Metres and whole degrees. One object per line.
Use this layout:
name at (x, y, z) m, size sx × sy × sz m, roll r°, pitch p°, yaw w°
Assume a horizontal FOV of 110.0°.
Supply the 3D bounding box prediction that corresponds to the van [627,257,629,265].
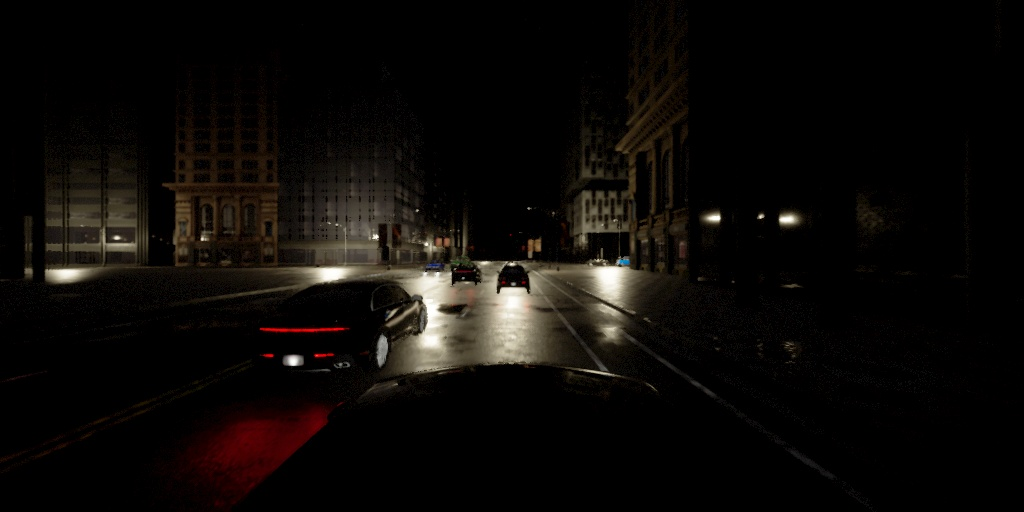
van at (21.397, 1.007, 58.194) m, size 3.998 × 1.789 × 1.690 m, roll 0°, pitch 0°, yaw 0°

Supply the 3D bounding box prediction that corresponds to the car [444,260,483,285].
car at (-3.177, 1.244, 25.757) m, size 2.128 × 1.511 × 4.902 m, roll 0°, pitch 0°, yaw 0°

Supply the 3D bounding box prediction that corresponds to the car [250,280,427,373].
car at (-3.156, 1.258, 7.593) m, size 1.837 × 1.490 × 4.892 m, roll 0°, pitch 0°, yaw 0°

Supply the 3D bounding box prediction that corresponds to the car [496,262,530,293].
car at (0.077, 1.276, 20.756) m, size 1.812 × 1.442 × 4.674 m, roll 0°, pitch 0°, yaw 0°

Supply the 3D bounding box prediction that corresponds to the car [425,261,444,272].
car at (-9.801, 1.326, 46.145) m, size 1.812 × 1.442 × 4.674 m, roll 0°, pitch 0°, yaw 0°

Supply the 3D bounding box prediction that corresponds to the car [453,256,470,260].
car at (-6.551, 1.072, 46.119) m, size 2.150 × 2.045 × 5.566 m, roll 0°, pitch 0°, yaw 0°
